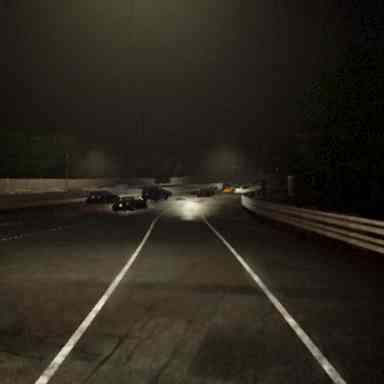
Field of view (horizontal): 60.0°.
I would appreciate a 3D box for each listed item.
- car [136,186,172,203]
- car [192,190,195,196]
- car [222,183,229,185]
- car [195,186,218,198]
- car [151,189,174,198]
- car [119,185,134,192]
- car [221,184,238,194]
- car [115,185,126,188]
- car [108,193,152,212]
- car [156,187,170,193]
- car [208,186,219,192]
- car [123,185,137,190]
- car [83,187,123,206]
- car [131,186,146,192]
[{"bbox_3d":[-5.072,0.311,45.835,2.150,2.045,5.566,1,2,17],"label":"car"},{"bbox_3d":[1.384,0.013,66.408,1.994,1.385,4.181,1,2,17],"label":"car"},{"bbox_3d":[9.403,-0.953,92.366,1.837,1.490,4.892,1,3,17],"label":"car"},{"bbox_3d":[2.568,0.055,58.461,2.097,1.767,4.553,1,2,17],"label":"car"},{"bbox_3d":[-5.077,0.269,57.485,2.033,1.411,5.357,1,2,17],"label":"car"},{"bbox_3d":[-17.407,-0.934,88.513,2.097,1.767,4.553,1,2,17],"label":"car"},{"bbox_3d":[9.001,-0.470,79.142,1.882,1.535,5.008,1,2,17],"label":"car"},{"bbox_3d":[-15.418,-0.507,71.291,2.150,2.045,5.566,1,2,17],"label":"car"},{"bbox_3d":[-5.814,1.098,31.822,1.994,1.385,4.181,1,2,17],"label":"car"},{"bbox_3d":[-7.383,-0.580,85.397,1.895,1.301,4.718,1,2,17],"label":"car"},{"bbox_3d":[6.063,-0.966,93.413,2.128,1.511,4.902,1,3,17],"label":"car"},{"bbox_3d":[-12.062,-0.143,70.308,1.994,1.385,4.181,1,2,17],"label":"car"},{"bbox_3d":[-10.610,0.621,39.904,2.097,1.767,4.553,1,2,17],"label":"car"},{"bbox_3d":[-14.069,-0.773,87.466,1.882,1.535,5.008,1,2,17],"label":"car"}]
